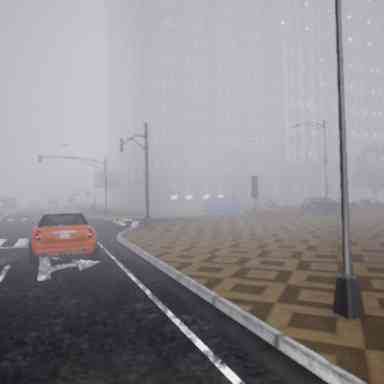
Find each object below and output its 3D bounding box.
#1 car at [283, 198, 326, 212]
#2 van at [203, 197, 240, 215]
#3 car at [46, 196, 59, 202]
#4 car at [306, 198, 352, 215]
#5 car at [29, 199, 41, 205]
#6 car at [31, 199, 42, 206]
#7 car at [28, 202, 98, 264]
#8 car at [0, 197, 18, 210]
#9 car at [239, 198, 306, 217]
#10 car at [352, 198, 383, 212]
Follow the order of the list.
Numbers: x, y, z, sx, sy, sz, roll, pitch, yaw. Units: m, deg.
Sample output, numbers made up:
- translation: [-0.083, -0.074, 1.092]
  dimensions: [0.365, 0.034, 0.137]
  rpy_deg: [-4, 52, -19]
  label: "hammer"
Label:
- translation: [13.190, 1.495, 38.839]
  dimensions: [4.829, 1.417, 1.752]
  rpy_deg: [-1, -1, -24]
  label: "car"
- translation: [3.106, 1.448, 34.396]
  dimensions: [3.998, 1.788, 1.690]
  rpy_deg: [-1, -1, -24]
  label: "van"
- translation: [-27.586, 1.884, 65.742]
  dimensions: [2.150, 2.045, 5.566]
  rpy_deg: [0, -1, -23]
  label: "car"
- translation: [11.555, 1.191, 29.354]
  dimensions: [4.097, 1.590, 1.967]
  rpy_deg: [-1, -1, -24]
  label: "car"
- translation: [-30.724, 2.213, 64.820]
  dimensions: [1.812, 1.442, 4.674]
  rpy_deg: [0, -1, -23]
  label: "car"
- translation: [-34.648, 2.240, 74.023]
  dimensions: [2.033, 1.411, 5.357]
  rpy_deg: [0, -1, -23]
  label: "car"
- translation: [-4.876, 1.439, 12.589]
  dimensions: [2.097, 1.767, 4.553]
  rpy_deg: [0, 0, -23]
  label: "car"
- translation: [-29.698, 1.812, 54.037]
  dimensions: [2.150, 2.045, 5.566]
  rpy_deg: [0, -1, -23]
  label: "car"
- translation: [6.603, 1.344, 27.167]
  dimensions: [4.829, 1.417, 1.752]
  rpy_deg: [-1, -1, -24]
  label: "car"
- translation: [16.667, 1.264, 31.604]
  dimensions: [4.206, 1.307, 1.802]
  rpy_deg: [-1, -1, -24]
  label: "car"
